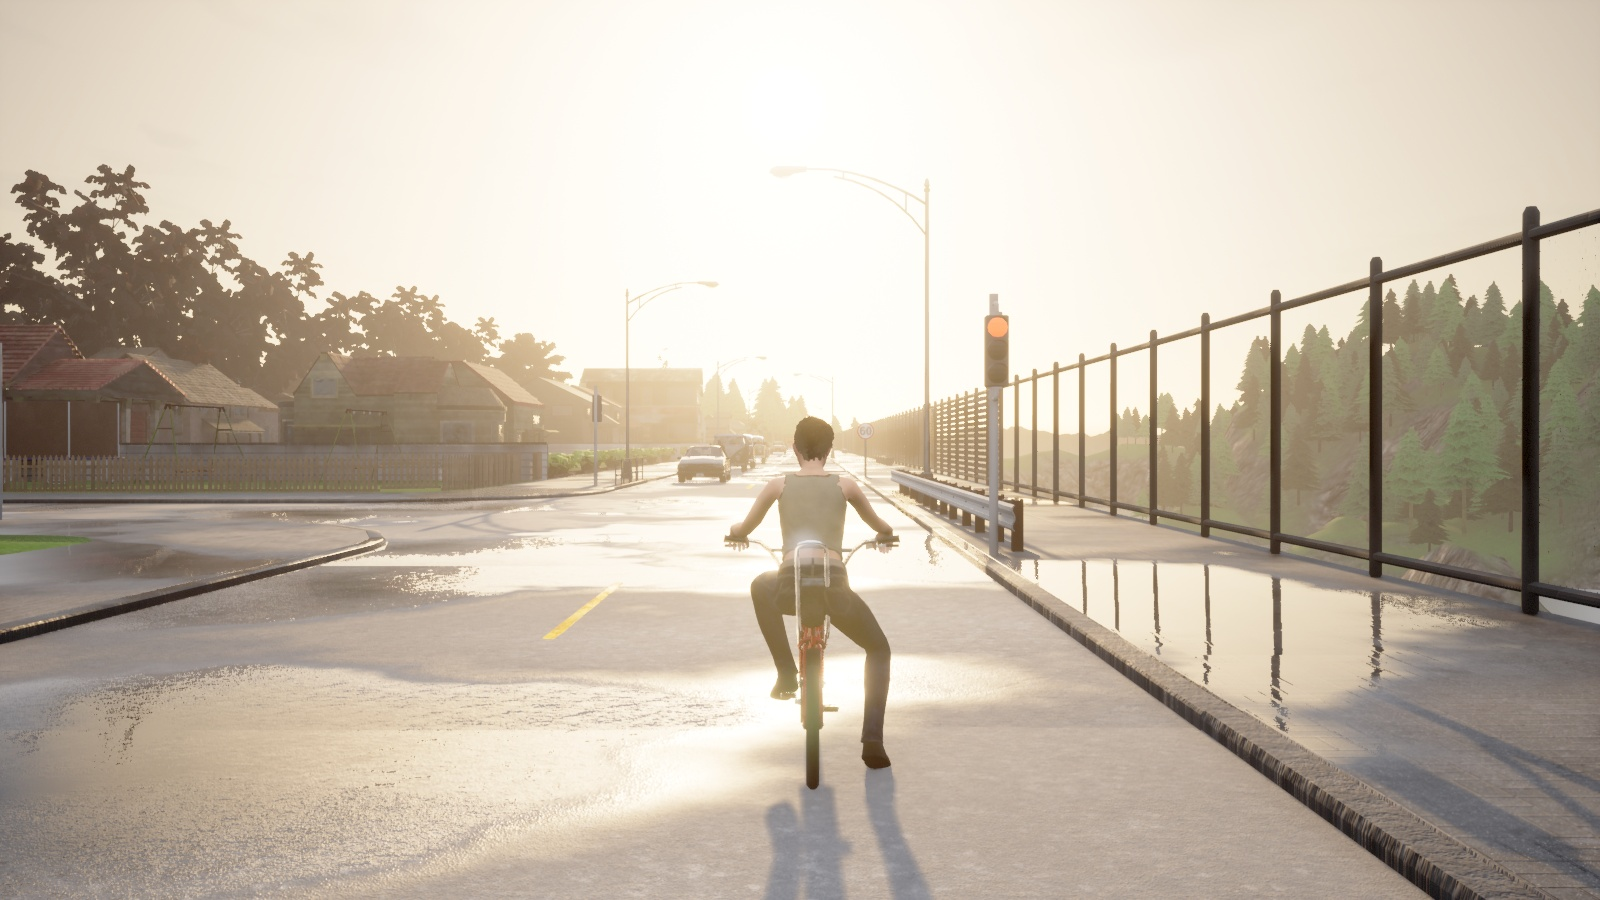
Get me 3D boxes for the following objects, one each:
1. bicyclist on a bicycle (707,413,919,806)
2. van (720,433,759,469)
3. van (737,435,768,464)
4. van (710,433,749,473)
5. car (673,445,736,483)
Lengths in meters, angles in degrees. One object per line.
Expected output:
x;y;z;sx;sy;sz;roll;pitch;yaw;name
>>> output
0.056;0.650;5.898;0.866;1.612;1.509;0;0;0;bicyclist on a bicycle
-3.543;0.049;73.999;2.069;2.038;4.480;0;0;0;van
-3.444;-0.050;91.589;2.069;2.038;4.480;0;0;0;van
-3.597;0.131;64.813;1.775;1.987;4.442;0;0;0;van
-3.690;0.513;49.200;2.033;1.411;5.357;0;0;0;car
